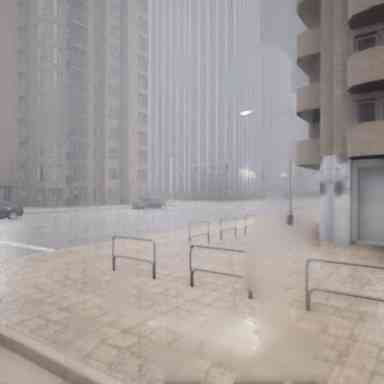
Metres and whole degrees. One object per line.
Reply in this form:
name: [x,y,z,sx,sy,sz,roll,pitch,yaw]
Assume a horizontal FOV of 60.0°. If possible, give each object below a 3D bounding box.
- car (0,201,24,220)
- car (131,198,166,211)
car: [-15.259,1.439,24.949,1.837,1.490,4.892,0,1,36]
car: [-5.082,1.441,39.609,1.837,1.490,4.892,0,0,35]
